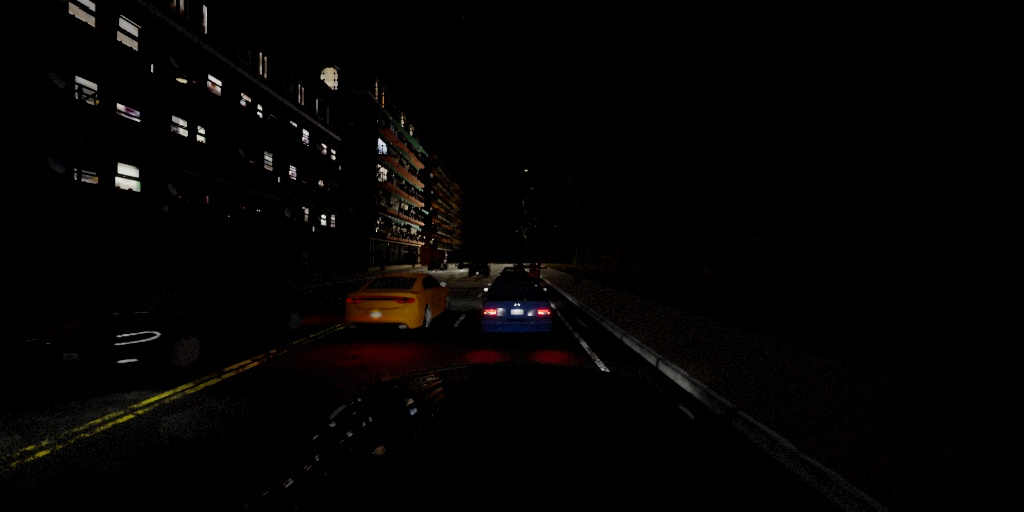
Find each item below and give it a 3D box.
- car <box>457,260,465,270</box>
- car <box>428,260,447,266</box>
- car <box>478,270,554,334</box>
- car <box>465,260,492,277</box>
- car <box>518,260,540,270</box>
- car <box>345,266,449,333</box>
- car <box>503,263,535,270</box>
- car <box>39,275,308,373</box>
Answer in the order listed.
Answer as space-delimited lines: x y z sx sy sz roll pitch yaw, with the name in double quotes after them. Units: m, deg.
-6.544 1.317 51.012 1.994 1.385 4.181 0 0 0 "car"
-9.803 1.301 47.649 2.033 1.411 5.357 0 0 0 "car"
0.110 1.299 10.534 2.033 1.411 5.357 0 0 0 "car"
-3.115 1.259 34.714 1.837 1.490 4.892 0 0 0 "car"
1.167 1.105 29.802 2.097 1.767 4.553 0 0 0 "car"
-3.143 1.229 10.782 1.882 1.535 5.008 0 0 0 "car"
0.113 1.317 20.867 1.994 1.385 4.181 0 0 1 "car"
-6.594 1.229 7.855 1.882 1.535 5.008 0 0 0 "car"
